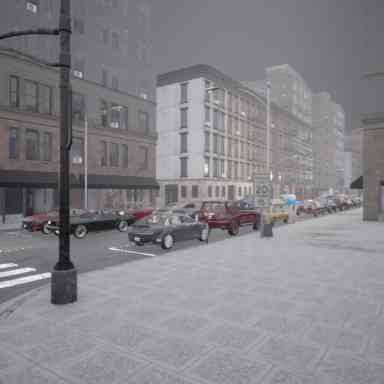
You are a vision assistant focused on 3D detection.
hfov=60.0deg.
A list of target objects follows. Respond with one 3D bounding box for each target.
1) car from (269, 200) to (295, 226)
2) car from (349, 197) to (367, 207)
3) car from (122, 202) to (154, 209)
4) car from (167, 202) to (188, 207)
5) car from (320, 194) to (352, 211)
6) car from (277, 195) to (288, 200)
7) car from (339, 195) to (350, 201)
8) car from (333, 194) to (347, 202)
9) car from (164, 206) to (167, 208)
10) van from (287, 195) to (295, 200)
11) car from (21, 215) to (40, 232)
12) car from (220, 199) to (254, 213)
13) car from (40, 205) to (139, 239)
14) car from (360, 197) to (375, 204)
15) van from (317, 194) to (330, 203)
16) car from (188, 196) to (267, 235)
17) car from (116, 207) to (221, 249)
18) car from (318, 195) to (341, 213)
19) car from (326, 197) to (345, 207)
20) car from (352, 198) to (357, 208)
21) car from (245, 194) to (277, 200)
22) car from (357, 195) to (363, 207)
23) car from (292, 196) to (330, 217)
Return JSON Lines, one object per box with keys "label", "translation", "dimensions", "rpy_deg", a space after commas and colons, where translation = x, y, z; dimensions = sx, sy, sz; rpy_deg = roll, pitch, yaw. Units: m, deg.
{"label": "car", "translation": [5.468, 1.552, 23.545], "dimensions": [1.752, 1.417, 4.829], "rpy_deg": [0, 0, 35]}
{"label": "car", "translation": [27.159, 1.592, 54.374], "dimensions": [2.008, 1.369, 4.403], "rpy_deg": [0, 0, 35]}
{"label": "car", "translation": [-4.305, 1.425, 23.599], "dimensions": [1.967, 1.590, 4.097], "rpy_deg": [0, 0, 35]}
{"label": "car", "translation": [0.490, 1.504, 26.008], "dimensions": [1.837, 1.490, 4.892], "rpy_deg": [0, 0, 35]}
{"label": "car", "translation": [17.822, 1.350, 41.101], "dimensions": [2.192, 1.841, 5.009], "rpy_deg": [0, 0, 35]}
{"label": "car", "translation": [11.160, 1.520, 45.580], "dimensions": [1.752, 1.417, 4.829], "rpy_deg": [0, 0, 35]}
{"label": "car", "translation": [39.272, 1.554, 85.537], "dimensions": [1.887, 1.381, 4.507], "rpy_deg": [0, 0, 35]}
{"label": "car", "translation": [36.161, 1.324, 81.113], "dimensions": [2.192, 1.841, 5.009], "rpy_deg": [0, 0, 35]}
{"label": "car", "translation": [-1.193, 1.537, 28.024], "dimensions": [2.008, 1.369, 4.403], "rpy_deg": [0, 0, 35]}
{"label": "van", "translation": [14.371, 1.338, 50.143], "dimensions": [1.690, 1.788, 3.998], "rpy_deg": [0, 0, 35]}
{"label": "car", "translation": [-7.418, 1.528, 19.175], "dimensions": [1.887, 1.381, 4.507], "rpy_deg": [0, 0, 35]}
{"label": "car", "translation": [5.033, 1.535, 36.872], "dimensions": [1.887, 1.381, 4.507], "rpy_deg": [0, 0, 35]}
{"label": "car", "translation": [-5.274, 1.597, 17.812], "dimensions": [1.895, 1.301, 4.718], "rpy_deg": [0, 0, 33]}
{"label": "car", "translation": [33.385, 1.612, 63.223], "dimensions": [1.947, 1.339, 4.313], "rpy_deg": [0, 0, 35]}
{"label": "van", "translation": [26.822, 1.347, 67.840], "dimensions": [1.690, 1.788, 3.998], "rpy_deg": [0, 0, 35]}
{"label": "car", "translation": [2.259, 1.340, 18.981], "dimensions": [2.192, 1.841, 5.009], "rpy_deg": [0, 0, 35]}
{"label": "car", "translation": [-0.855, 1.574, 14.557], "dimensions": [2.008, 1.369, 4.403], "rpy_deg": [0, 0, 35]}
{"label": "car", "translation": [14.708, 1.472, 36.677], "dimensions": [1.967, 1.590, 4.097], "rpy_deg": [0, 0, 35]}
{"label": "car", "translation": [22.599, 1.532, 52.299], "dimensions": [1.837, 1.490, 4.892], "rpy_deg": [0, 0, 35]}
{"label": "car", "translation": [20.933, 1.619, 45.526], "dimensions": [1.802, 1.307, 4.206], "rpy_deg": [0, 0, 35]}
{"label": "car", "translation": [6.467, 1.224, 34.476], "dimensions": [2.150, 2.045, 5.566], "rpy_deg": [0, 0, 35]}
{"label": "car", "translation": [24.046, 1.605, 49.950], "dimensions": [1.947, 1.339, 4.313], "rpy_deg": [0, 0, 35]}
{"label": "car", "translation": [11.596, 1.471, 32.253], "dimensions": [1.967, 1.590, 4.097], "rpy_deg": [0, 0, 35]}
